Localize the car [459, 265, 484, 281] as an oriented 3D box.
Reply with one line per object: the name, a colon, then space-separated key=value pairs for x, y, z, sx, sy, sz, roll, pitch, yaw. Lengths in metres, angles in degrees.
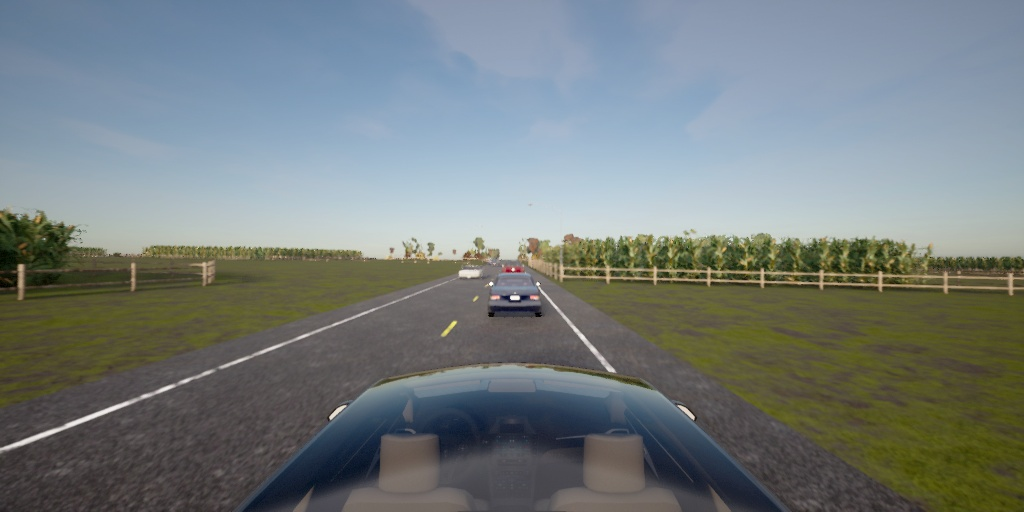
car: x=-3.594 y=1.465 z=32.168 sx=1.895 sy=1.301 sz=4.718 roll=0 pitch=0 yaw=0

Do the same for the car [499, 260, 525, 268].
car: x=0.101 y=1.221 z=33.505 sx=2.097 sy=1.767 sz=4.553 roll=0 pitch=0 yaw=0

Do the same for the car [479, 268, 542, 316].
car: x=0.095 y=1.342 z=13.505 sx=2.033 sy=1.411 sz=5.357 roll=0 pitch=0 yaw=0
